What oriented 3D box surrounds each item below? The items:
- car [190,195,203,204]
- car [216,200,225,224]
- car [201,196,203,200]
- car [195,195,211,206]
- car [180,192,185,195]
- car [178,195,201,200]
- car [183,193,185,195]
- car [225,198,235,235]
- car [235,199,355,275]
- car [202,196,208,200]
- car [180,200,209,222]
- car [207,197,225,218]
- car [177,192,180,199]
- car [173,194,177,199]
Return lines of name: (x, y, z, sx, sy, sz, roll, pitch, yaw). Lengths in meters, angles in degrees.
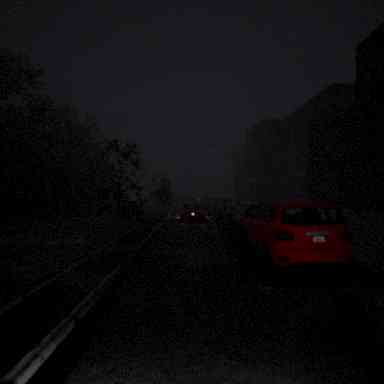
car: (0.831, 1.478, 66.273, 2.231, 1.521, 4.892, 0, 0, -5)
car: (3.048, 1.499, 21.735, 2.231, 1.521, 4.892, 0, 0, 0)
car: (2.211, 1.527, 49.685, 2.163, 1.488, 4.792, 0, 0, -3)
car: (1.824, 1.366, 55.171, 2.185, 1.767, 4.553, 0, 0, -4)
car: (-1.204, 1.437, 83.033, 1.946, 1.575, 5.366, 0, 0, -8)
car: (-0.423, 1.506, 42.780, 2.128, 1.511, 4.902, 0, 0, -3)
car: (-0.429, 1.456, 77.332, 2.097, 1.535, 5.008, 0, 0, -7)
car: (3.048, 1.369, 16.163, 2.185, 1.767, 4.553, 0, 0, 0)
car: (3.049, 1.239, 10.677, 2.435, 2.045, 5.566, 0, 0, 0)
car: (2.753, 1.532, 38.566, 2.163, 1.488, 4.792, 0, 0, -2)
car: (0.052, 1.581, 26.289, 1.994, 1.385, 4.181, 0, 0, -1)
car: (2.929, 1.532, 32.884, 2.163, 1.488, 4.792, 0, 0, -1)
car: (-2.052, 1.416, 88.533, 1.946, 1.575, 5.366, 0, 0, -9)
car: (-2.979, 1.142, 93.862, 2.435, 2.045, 5.566, 0, 0, -10)
